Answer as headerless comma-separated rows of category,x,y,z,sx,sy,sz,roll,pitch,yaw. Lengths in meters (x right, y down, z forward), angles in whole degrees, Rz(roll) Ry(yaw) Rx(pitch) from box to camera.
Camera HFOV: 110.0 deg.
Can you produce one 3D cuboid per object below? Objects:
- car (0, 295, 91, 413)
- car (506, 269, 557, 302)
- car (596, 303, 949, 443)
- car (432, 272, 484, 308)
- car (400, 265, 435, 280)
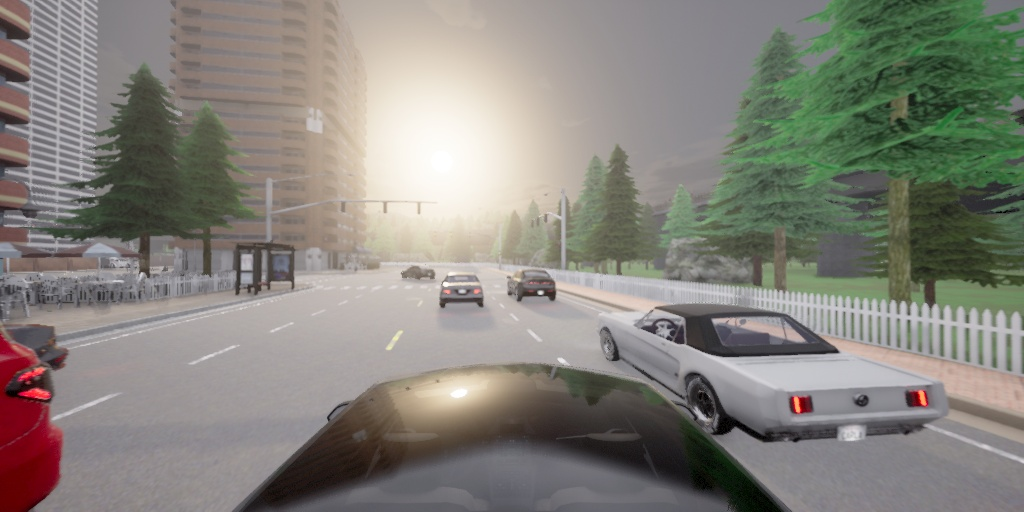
car,-7.468,1.310,2.976,2.033,1.411,5.357,0,-1,-6
car,0.899,1.408,18.319,1.837,1.490,4.892,0,-1,-9
car,2.914,1.386,5.551,1.895,1.301,4.718,0,-1,-7
car,-2.276,1.431,16.174,2.033,1.411,5.357,0,-1,-9
car,-9.389,1.617,35.925,1.812,1.442,4.674,1,-1,-41
